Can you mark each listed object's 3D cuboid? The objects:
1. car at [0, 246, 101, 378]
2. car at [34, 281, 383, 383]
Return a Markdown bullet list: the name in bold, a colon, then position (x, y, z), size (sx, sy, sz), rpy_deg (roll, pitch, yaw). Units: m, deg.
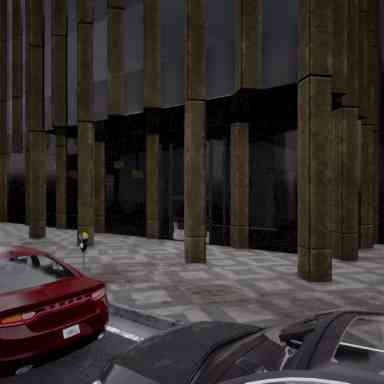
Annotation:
- **car**: position (-3.264, 1.544, 5.309), size (4.507, 1.381, 1.887), rpy_deg (0, 0, 36)
- **car**: position (1.155, 1.551, 2.139), size (4.403, 1.369, 2.008), rpy_deg (0, 0, 36)
